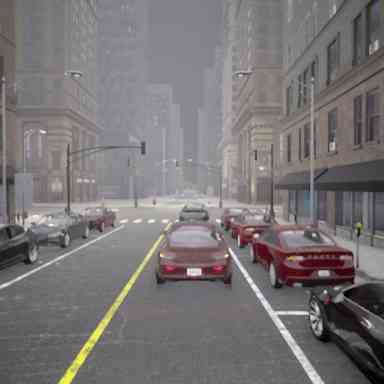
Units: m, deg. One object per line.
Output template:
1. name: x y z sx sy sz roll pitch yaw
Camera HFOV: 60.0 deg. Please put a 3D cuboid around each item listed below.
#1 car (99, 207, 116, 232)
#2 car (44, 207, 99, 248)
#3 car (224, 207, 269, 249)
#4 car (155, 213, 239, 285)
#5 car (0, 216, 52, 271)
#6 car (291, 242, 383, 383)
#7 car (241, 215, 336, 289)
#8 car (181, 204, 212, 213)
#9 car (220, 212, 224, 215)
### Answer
1. car: -5.826 1.575 20.111 1.887 1.381 4.507 -1 0 0
2. car: -5.810 1.573 14.606 2.008 1.369 4.403 -1 0 0
3. car: 2.715 1.567 14.630 1.887 1.381 4.507 -1 0 0
4. car: 0.050 1.539 9.396 1.812 1.442 4.674 0 0 0
5. car: -5.795 1.579 9.101 1.947 1.339 4.313 -1 0 0
6. car: 2.746 1.571 3.620 1.947 1.339 4.313 -1 0 0
7. car: 2.730 1.558 9.124 1.887 1.381 4.507 -1 0 0
8. car: 0.273 1.525 22.536 2.128 1.511 4.902 0 0 5
9. car: 2.699 1.575 20.135 1.887 1.381 4.507 -1 0 0
